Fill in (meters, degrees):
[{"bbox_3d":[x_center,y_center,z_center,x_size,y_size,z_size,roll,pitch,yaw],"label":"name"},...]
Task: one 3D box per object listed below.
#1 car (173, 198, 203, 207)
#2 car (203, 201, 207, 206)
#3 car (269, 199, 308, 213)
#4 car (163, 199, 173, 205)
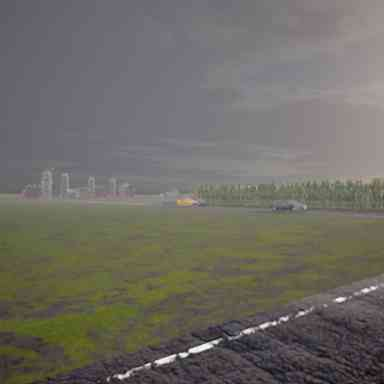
[{"bbox_3d":[-0.760,1.843,57.914,1.882,1.535,5.008,0,-1,-34],"label":"car"},{"bbox_3d":[0.844,1.946,60.608,1.994,1.385,4.181,0,-1,-34],"label":"car"},{"bbox_3d":[11.591,1.655,40.144,2.128,1.511,4.902,0,0,-35],"label":"car"},{"bbox_3d":[-4.296,2.029,67.854,1.994,1.385,4.181,0,-1,-35],"label":"car"}]
